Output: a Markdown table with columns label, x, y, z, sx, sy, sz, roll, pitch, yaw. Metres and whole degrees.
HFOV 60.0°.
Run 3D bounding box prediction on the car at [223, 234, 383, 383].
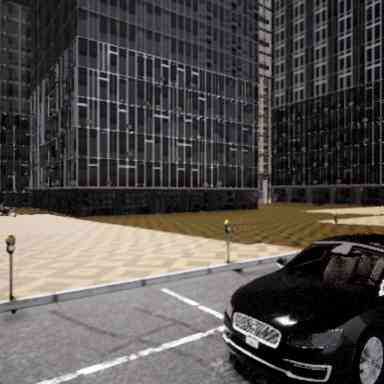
| label | x | y | z | sx | sy | sz | roll | pitch | yaw |
| --- | --- | --- | --- | --- | --- | --- | --- | --- | --- |
| car | 2.682 | 1.493 | 5.279 | 4.892 | 1.490 | 1.837 | 0 | 0 | -35 |
